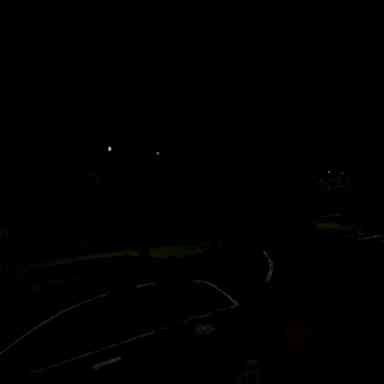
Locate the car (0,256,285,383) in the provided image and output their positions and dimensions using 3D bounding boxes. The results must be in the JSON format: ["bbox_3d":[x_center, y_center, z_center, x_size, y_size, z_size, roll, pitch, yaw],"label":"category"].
[{"bbox_3d":[-1.126,1.519,3.272,4.892,1.490,1.837,0,0,-37],"label":"car"}]

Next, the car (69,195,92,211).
[{"bbox_3d":[-14.391,1.304,39.484,4.605,1.855,1.932,0,0,-39],"label":"car"}]
